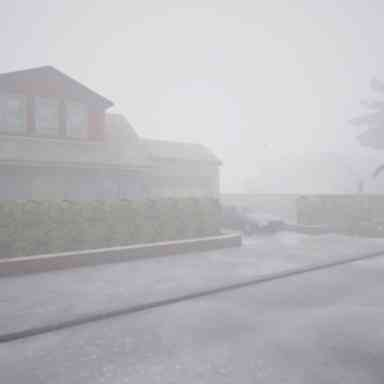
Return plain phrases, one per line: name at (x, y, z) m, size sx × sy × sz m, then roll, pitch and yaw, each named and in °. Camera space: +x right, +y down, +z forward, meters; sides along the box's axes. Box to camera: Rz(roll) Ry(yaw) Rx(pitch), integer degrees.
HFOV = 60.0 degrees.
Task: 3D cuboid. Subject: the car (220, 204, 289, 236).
car at (2.362, 1.321, 17.078) m, size 2.033 × 1.415 × 5.357 m, roll 0°, pitch 0°, yaw -33°
